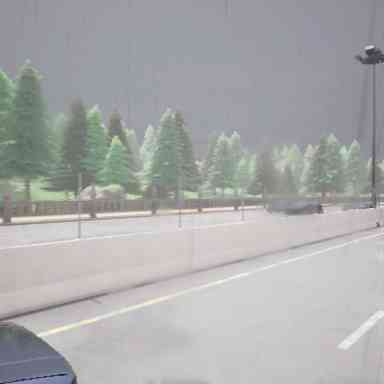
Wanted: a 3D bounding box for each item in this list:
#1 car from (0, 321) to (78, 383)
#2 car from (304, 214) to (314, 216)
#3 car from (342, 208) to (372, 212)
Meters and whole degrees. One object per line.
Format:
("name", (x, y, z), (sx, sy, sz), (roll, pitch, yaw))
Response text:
("car", (-3.302, 1.526, 1.523), (2.033, 1.411, 5.357), (0, 0, 44))
("car", (10.479, 1.530, 31.105), (1.882, 1.535, 5.008), (0, 0, 44))
("car", (15.826, 1.576, 31.547), (2.128, 1.511, 4.902), (0, 0, 45))
